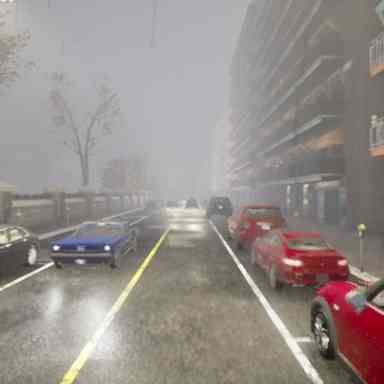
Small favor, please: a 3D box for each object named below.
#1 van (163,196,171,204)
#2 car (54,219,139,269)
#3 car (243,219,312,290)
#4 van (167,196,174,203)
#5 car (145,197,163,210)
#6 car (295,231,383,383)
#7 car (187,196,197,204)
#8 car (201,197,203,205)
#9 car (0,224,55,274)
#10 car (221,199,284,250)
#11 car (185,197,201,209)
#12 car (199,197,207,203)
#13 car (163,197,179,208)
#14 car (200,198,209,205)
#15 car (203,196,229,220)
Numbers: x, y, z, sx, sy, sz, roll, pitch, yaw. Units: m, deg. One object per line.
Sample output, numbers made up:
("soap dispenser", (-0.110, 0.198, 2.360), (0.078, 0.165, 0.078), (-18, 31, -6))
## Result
("van", (-5.688, 1.800, 76.516), (1.690, 1.788, 3.998), (0, 0, 0))
("car", (-3.099, 1.661, 11.492), (1.895, 1.301, 4.718), (0, 0, 0))
("car", (2.692, 1.629, 8.954), (1.802, 1.307, 4.206), (0, 0, 0))
("van", (-5.688, 1.882, 87.777), (1.690, 1.788, 3.998), (0, 0, 0))
("car", (-5.688, 1.838, 48.366), (1.947, 1.339, 4.313), (0, 0, 0))
("car", (2.693, 1.458, 3.323), (1.967, 1.590, 4.097), (0, 0, 0))
("car", (0.004, 1.705, 70.094), (1.882, 1.535, 5.008), (0, 0, 0))
("car", (2.693, 1.817, 48.366), (1.887, 1.381, 4.507), (0, 0, 0))
("car", (-5.688, 1.598, 8.953), (2.008, 1.369, 4.403), (0, 0, 0))
("car", (2.693, 1.393, 14.584), (2.192, 1.841, 5.009), (0, 0, 0))
("car", (0.008, 1.762, 50.419), (1.882, 1.535, 5.008), (0, 0, 0))
("car", (2.692, 1.941, 82.146), (1.967, 1.590, 4.097), (0, 0, 0))
("car", (-3.061, 1.860, 52.576), (1.994, 1.385, 4.181), (0, 0, 0))
("car", (2.692, 2.001, 70.883), (1.802, 1.307, 4.206), (0, 0, 0))
("car", (2.395, 1.396, 30.325), (2.150, 2.045, 5.566), (0, 0, 0))
